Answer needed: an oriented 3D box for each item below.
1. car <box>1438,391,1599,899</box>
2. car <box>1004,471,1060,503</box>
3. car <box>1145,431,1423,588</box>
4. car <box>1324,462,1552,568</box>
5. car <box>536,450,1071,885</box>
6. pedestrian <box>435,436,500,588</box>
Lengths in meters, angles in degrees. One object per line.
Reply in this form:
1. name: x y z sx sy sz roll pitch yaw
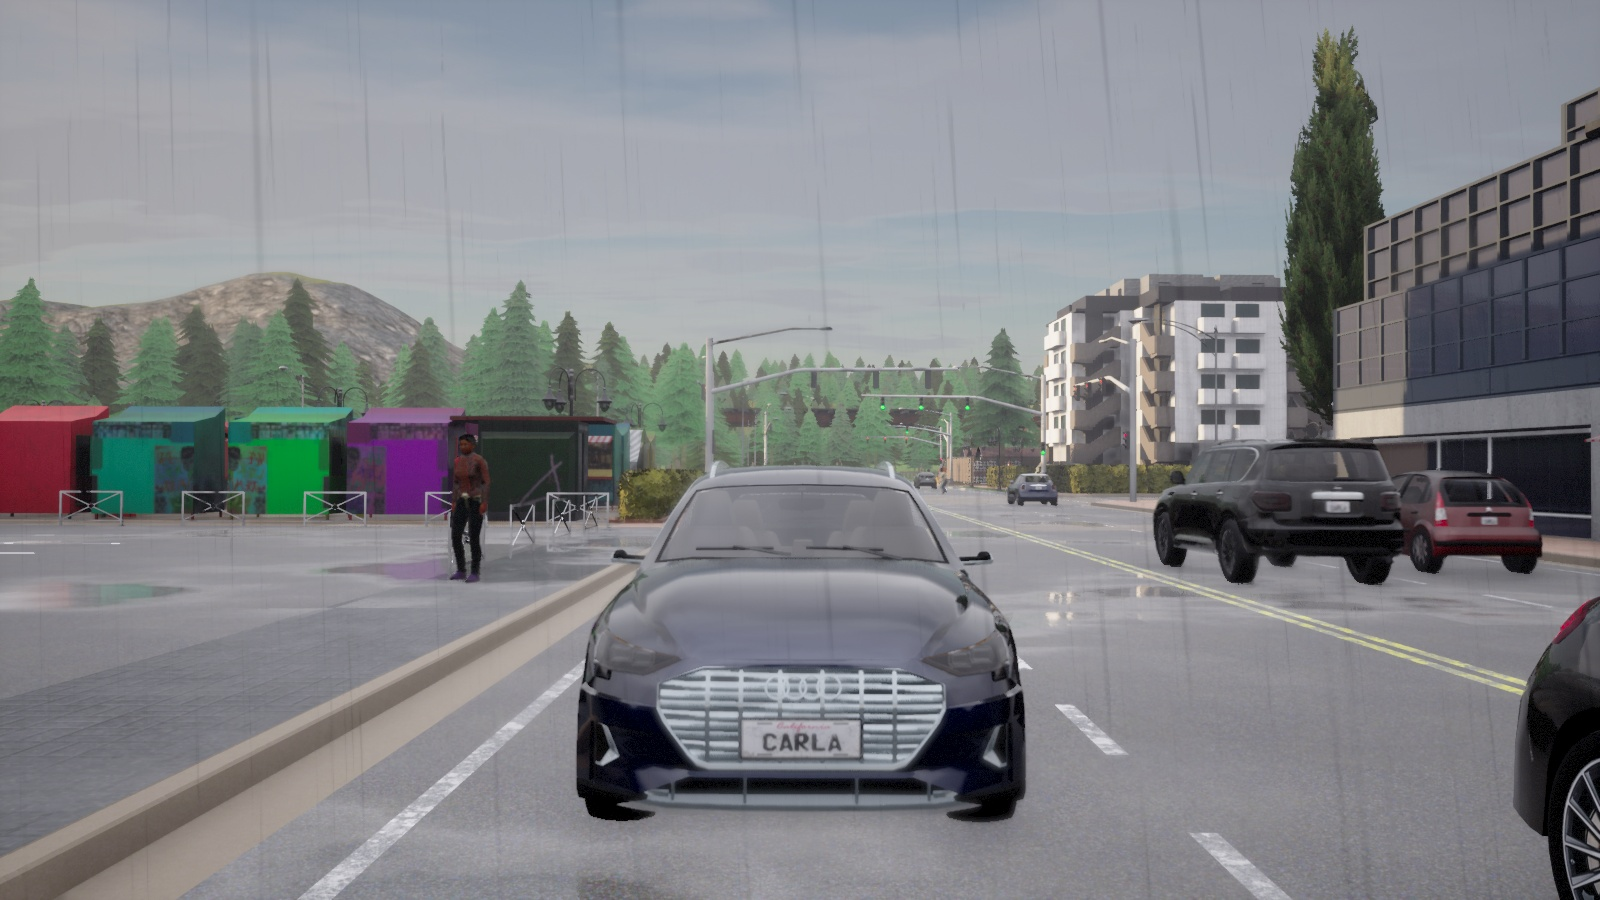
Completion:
1. car: 3.494 0.617 2.241 2.152 1.651 5.027 0 -1 0
2. car: 10.942 1.731 59.371 1.970 1.475 3.806 0 -1 0
3. car: 7.116 0.828 19.272 2.150 2.045 5.566 0 -1 0
4. car: 10.633 1.027 21.289 1.851 1.617 3.988 0 -1 0
5. car: 0.019 0.865 7.215 2.033 1.649 4.856 0 -1 0
6. pedestrian: -4.075 0.748 15.425 0.328 1.805 0.869 -1 -1 20
